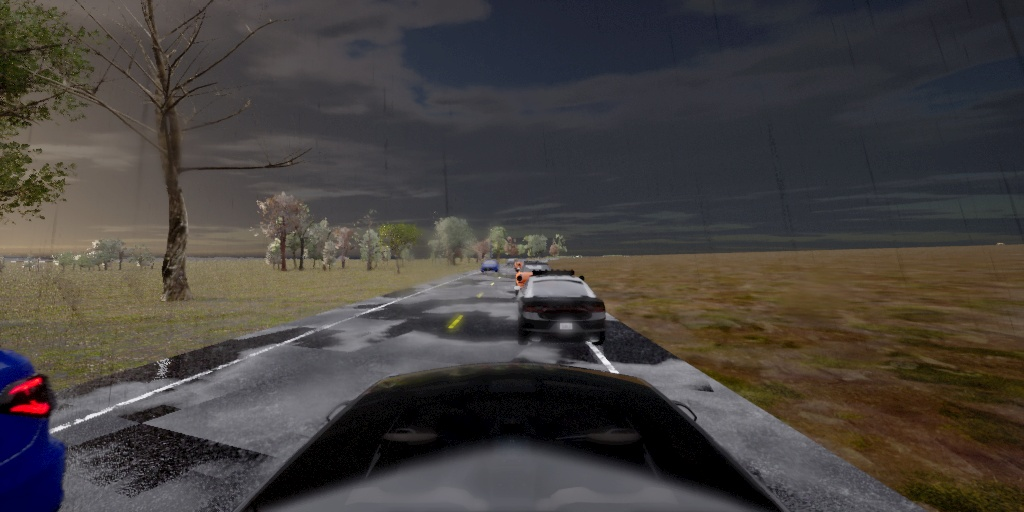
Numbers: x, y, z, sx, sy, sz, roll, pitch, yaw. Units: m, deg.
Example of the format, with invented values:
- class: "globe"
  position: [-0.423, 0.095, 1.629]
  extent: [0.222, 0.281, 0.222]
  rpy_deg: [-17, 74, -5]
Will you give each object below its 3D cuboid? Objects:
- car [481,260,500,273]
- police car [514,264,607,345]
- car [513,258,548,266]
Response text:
- class: "car"
  position: [-2.555, 1.223, 42.717]
  extent: [1.882, 1.535, 5.008]
  rpy_deg: [0, 0, 3]
- class: "police car"
  position: [1.089, 1.175, 9.626]
  extent: [1.930, 1.638, 5.238]
  rpy_deg: [0, 0, 1]
- class: "car"
  position: [1.246, 1.101, 19.451]
  extent: [2.097, 1.767, 4.553]
  rpy_deg: [0, 0, 1]
